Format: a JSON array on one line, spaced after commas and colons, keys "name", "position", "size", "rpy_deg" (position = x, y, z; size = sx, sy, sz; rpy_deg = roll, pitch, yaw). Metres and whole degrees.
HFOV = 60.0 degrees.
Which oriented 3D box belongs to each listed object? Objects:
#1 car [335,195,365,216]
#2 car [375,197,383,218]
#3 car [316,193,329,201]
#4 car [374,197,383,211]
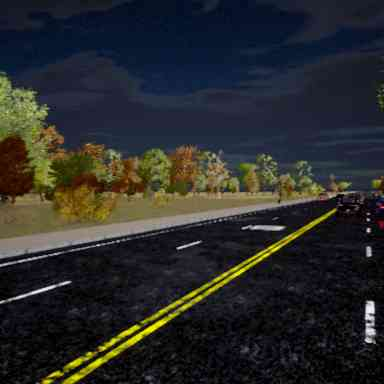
[{"name": "car", "position": [14.238, 1.321, 30.073], "size": [2.128, 1.511, 4.902], "rpy_deg": [0, 0, 28]}, {"name": "car", "position": [16.568, 1.366, 27.730], "size": [1.812, 1.442, 4.674], "rpy_deg": [0, 1, 28]}, {"name": "car", "position": [26.503, 0.940, 67.334], "size": [2.097, 1.767, 4.553], "rpy_deg": [0, 0, 28]}, {"name": "car", "position": [22.376, 1.324, 38.641], "size": [2.033, 1.411, 5.357], "rpy_deg": [0, 0, 29]}]
